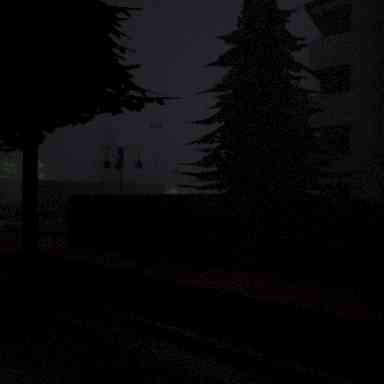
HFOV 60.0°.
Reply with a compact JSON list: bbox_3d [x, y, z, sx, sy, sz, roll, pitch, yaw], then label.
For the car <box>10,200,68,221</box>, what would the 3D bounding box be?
[{"bbox_3d":[-10.971,1.350,24.986,2.128,1.511,4.902,0,0,36],"label":"car"}]
